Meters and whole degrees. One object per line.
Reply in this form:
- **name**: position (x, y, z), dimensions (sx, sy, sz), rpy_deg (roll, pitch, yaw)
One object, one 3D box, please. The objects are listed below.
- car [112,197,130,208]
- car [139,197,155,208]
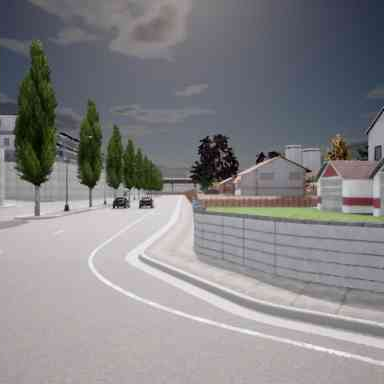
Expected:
- **car**: position (-9.950, 1.508, 47.034), dimensions (1.837, 1.490, 4.892), rpy_deg (0, 0, -1)
- **car**: position (-6.454, 1.508, 47.538), dimensions (1.837, 1.490, 4.892), rpy_deg (0, 0, -2)
